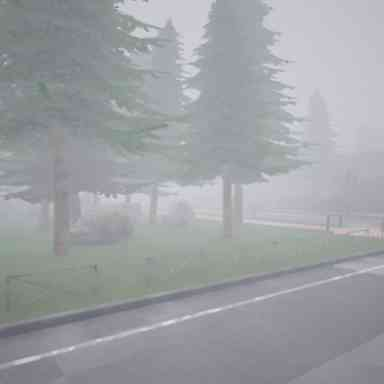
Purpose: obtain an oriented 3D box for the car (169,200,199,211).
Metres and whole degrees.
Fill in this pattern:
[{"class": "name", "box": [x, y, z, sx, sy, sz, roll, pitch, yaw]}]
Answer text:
[{"class": "car", "box": [-1.167, 1.730, 44.669, 2.033, 1.411, 5.357, 0, 0, -32]}]
